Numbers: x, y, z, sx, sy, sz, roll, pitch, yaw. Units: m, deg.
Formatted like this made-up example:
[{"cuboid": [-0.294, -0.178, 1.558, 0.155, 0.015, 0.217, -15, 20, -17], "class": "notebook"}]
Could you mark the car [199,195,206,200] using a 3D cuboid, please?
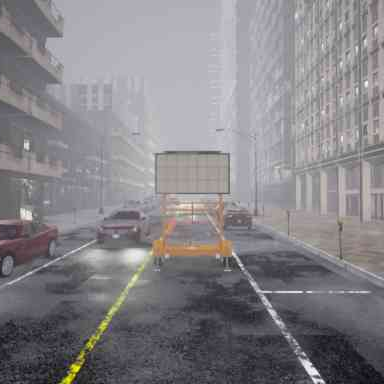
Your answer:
[{"cuboid": [2.854, 1.576, 93.500, 1.947, 1.339, 4.313, 1, 0, 0], "class": "car"}]

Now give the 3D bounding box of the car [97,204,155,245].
[{"cuboid": [-3.076, 1.531, 15.786, 1.812, 1.442, 4.674, 0, 0, 0], "class": "car"}]

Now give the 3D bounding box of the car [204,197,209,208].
[{"cuboid": [2.765, 1.555, 38.020, 1.887, 1.381, 4.507, 1, 0, 0], "class": "car"}]

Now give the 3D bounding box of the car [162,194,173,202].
[{"cuboid": [-5.551, 1.327, 76.785, 2.192, 1.841, 5.009, 1, 0, 0], "class": "car"}]

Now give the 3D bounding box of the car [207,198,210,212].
[{"cuboid": [2.756, 1.554, 32.472, 1.887, 1.381, 4.507, 1, 0, 0], "class": "car"}]

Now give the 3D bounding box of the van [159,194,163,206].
[{"cuboid": [-5.593, 1.352, 49.052, 1.690, 1.788, 3.998, 1, 0, 0], "class": "van"}]

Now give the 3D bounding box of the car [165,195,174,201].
[{"cuboid": [-5.554, 1.537, 82.161, 1.752, 1.417, 4.829, 1, 0, 0], "class": "car"}]

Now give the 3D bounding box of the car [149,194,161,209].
[{"cuboid": [-5.604, 1.450, 43.505, 1.967, 1.590, 4.097, 1, 0, 0], "class": "car"}]

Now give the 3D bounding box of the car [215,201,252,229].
[{"cuboid": [2.738, 1.551, 21.376, 1.887, 1.381, 4.507, 1, 0, 0], "class": "car"}]

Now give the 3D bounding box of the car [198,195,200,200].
[{"cuboid": [2.818, 1.594, 71.308, 1.802, 1.307, 4.206, 1, 0, 0], "class": "car"}]

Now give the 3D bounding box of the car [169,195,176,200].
[{"cuboid": [-5.492, 1.535, 93.255, 1.752, 1.417, 4.829, 1, 0, 0], "class": "car"}]

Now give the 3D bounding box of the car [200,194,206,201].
[{"cuboid": [2.801, 1.537, 60.381, 1.752, 1.417, 4.829, 1, 0, 0], "class": "car"}]

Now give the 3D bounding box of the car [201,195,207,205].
[{"cuboid": [2.783, 1.561, 49.116, 2.008, 1.369, 4.403, 1, 0, 0], "class": "car"}]

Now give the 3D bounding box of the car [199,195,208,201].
[{"cuboid": [2.839, 1.452, 82.404, 1.967, 1.590, 4.097, 1, 0, 0], "class": "car"}]

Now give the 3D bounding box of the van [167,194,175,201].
[{"cuboid": [-5.505, 1.352, 87.878, 1.690, 1.788, 3.998, 1, 0, 0], "class": "van"}]

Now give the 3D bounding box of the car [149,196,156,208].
[{"cuboid": [-5.615, 1.555, 37.958, 1.887, 1.381, 4.507, 1, 0, 0], "class": "car"}]

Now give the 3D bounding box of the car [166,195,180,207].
[{"cuboid": [-2.918, 1.536, 51.687, 1.812, 1.442, 4.674, 0, 0, 0], "class": "car"}]

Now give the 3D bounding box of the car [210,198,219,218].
[{"cuboid": [2.749, 1.449, 26.923, 1.967, 1.590, 4.097, 1, 0, 0], "class": "car"}]

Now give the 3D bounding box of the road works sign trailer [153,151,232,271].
[{"cuboid": [0.016, 0.468, 10.857, 2.380, 3.560, 2.880, 0, 0, 0], "class": "road works sign trailer"}]

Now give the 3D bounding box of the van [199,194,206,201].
[{"cuboid": [2.850, 1.352, 87.952, 1.690, 1.788, 3.998, 1, 0, 0], "class": "van"}]

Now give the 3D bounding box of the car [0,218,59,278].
[{"cuboid": [-5.660, 1.548, 10.224, 1.887, 1.381, 4.507, 1, 0, 0], "class": "car"}]

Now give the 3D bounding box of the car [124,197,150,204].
[{"cuboid": [-5.623, 1.450, 32.410, 1.967, 1.590, 4.097, 1, 0, 0], "class": "car"}]
